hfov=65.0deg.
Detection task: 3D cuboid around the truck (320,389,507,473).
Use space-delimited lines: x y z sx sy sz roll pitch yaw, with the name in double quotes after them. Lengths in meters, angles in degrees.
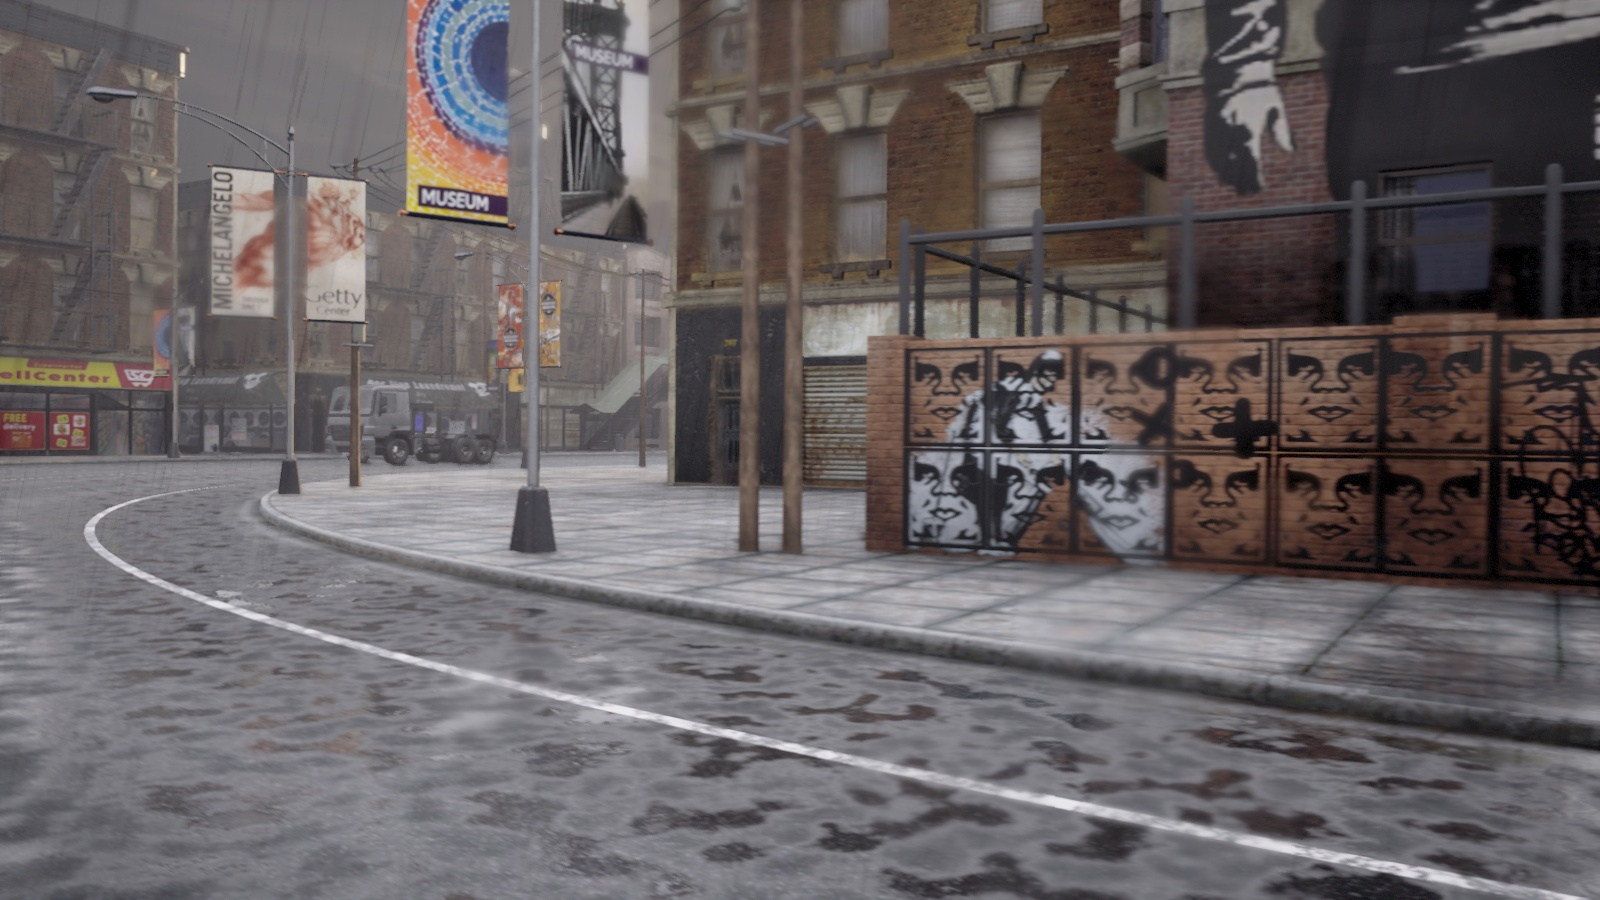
-16.896 -0.830 55.525 2.891 3.462 7.936 0 1 31 "truck"
